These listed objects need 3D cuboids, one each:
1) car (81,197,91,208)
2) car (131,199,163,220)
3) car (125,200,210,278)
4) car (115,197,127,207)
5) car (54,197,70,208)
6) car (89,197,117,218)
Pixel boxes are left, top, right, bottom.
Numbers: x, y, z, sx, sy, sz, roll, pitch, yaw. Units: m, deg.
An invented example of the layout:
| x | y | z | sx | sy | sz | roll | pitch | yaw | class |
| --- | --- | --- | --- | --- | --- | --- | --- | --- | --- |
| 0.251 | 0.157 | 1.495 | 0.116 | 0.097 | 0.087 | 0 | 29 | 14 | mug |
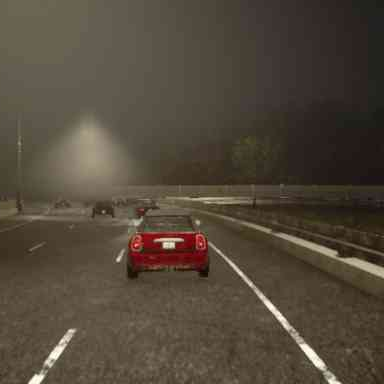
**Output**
| x | y | z | sx | sy | sz | roll | pitch | yaw | class |
| --- | --- | --- | --- | --- | --- | --- | --- | --- | --- |
| -13.968 | 1.347 | 45.536 | 1.812 | 1.442 | 4.674 | 0 | 0 | -25 | car |
| -3.925 | 1.421 | 28.425 | 2.033 | 1.411 | 5.357 | 0 | 0 | -15 | car |
| -0.757 | 1.304 | 10.225 | 2.097 | 1.767 | 4.553 | 0 | 0 | -5 | car |
| -10.541 | 1.407 | 46.573 | 1.895 | 1.301 | 4.718 | 0 | 0 | -25 | car |
| -17.591 | 1.360 | 45.031 | 1.812 | 1.442 | 4.674 | 0 | 0 | -25 | car |
| -7.802 | 1.407 | 29.147 | 1.812 | 1.442 | 4.674 | 0 | 0 | -16 | car |
